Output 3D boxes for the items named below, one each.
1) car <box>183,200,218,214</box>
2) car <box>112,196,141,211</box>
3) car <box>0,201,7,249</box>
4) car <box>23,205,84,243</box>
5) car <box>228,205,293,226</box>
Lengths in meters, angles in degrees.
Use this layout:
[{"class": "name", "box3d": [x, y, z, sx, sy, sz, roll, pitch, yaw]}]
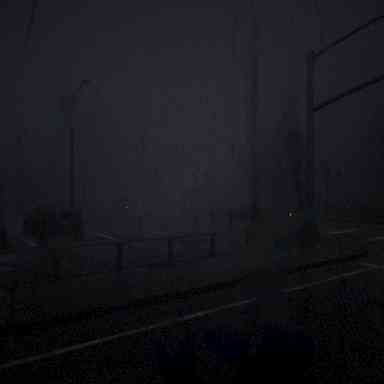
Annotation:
[{"class": "car", "box3d": [0.882, 1.525, 35.376, 1.812, 1.442, 4.674, 0, 0, -36]}, {"class": "car", "box3d": [-8.166, 1.350, 41.464, 2.097, 1.767, 4.553, 0, 0, -36]}, {"class": "car", "box3d": [-8.921, 1.330, 13.398, 2.152, 1.636, 5.027, 0, 0, -36]}, {"class": "car", "box3d": [-6.410, 1.339, 15.279, 2.007, 1.523, 4.514, 0, 0, -36]}, {"class": "car", "box3d": [4.826, 1.600, 23.804, 1.895, 1.301, 4.718, 0, 0, -36]}]
